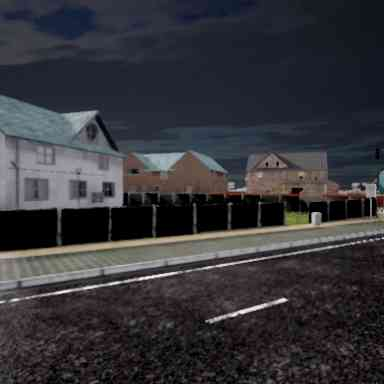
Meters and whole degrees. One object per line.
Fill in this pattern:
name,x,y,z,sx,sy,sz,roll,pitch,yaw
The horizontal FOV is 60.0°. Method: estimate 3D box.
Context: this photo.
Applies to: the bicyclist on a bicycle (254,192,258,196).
bicyclist on a bicycle,8.030,0.812,41.669,0.582,1.620,1.656,1,1,19
